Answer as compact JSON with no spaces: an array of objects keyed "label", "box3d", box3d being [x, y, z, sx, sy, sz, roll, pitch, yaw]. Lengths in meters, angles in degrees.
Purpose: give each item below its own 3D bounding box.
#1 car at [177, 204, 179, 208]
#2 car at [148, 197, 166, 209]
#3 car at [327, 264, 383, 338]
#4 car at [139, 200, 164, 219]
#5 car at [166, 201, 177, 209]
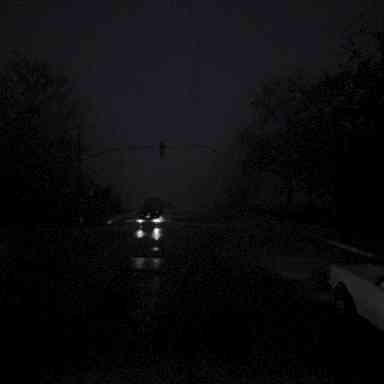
[{"label":"car","box3d":[-4.507,2.806,72.414,2.033,1.411,5.357,0,-2,-22]},{"label":"car","box3d":[-4.820,1.694,42.570,2.150,2.045,5.566,0,-1,-6]},{"label":"car","box3d":[3.603,1.627,4.489,1.895,1.301,4.718,0,0,0]},{"label":"car","box3d":[-4.050,1.775,32.638,1.837,1.490,4.892,0,-1,-3]},{"label":"car","box3d":[-4.903,2.494,62.709,1.882,1.535,5.008,0,-2,-19]}]
